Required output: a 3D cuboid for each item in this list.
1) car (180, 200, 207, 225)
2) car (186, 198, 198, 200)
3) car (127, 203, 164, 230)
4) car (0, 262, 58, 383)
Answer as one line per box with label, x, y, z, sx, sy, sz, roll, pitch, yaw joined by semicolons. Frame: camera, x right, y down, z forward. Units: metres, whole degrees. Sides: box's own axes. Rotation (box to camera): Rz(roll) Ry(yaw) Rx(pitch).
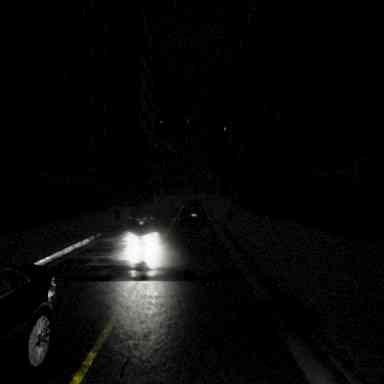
car;0.100;1.515;23.703;2.033;1.411;5.357;0;0;0
car;0.101;1.462;43.945;1.994;1.385;4.181;0;0;0
car;-2.834;1.465;21.092;2.128;1.511;4.902;0;0;0
car;-2.842;1.491;2.872;2.128;1.511;4.902;0;0;0
